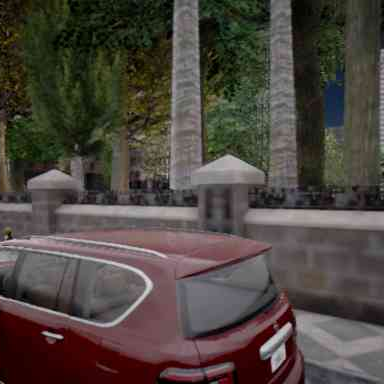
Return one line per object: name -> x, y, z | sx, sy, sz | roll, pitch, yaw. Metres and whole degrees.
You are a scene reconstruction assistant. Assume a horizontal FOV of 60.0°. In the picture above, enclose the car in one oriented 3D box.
car -> -1.296, 1.345, 3.888 | 5.009, 1.841, 2.192 | -1, 0, 35
